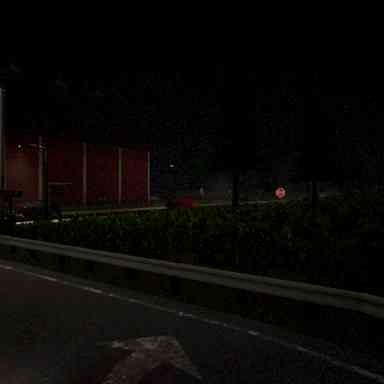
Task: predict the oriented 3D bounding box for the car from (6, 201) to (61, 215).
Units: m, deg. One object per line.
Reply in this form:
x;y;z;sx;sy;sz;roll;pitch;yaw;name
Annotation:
-13.400;1.518;27.707;2.128;1.511;4.902;0;0;36;car

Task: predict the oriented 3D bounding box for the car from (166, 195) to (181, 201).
-4.718;1.532;85.619;1.816;1.474;4.193;0;0;36;car

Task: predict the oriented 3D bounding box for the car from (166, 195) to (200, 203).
-1.498;1.504;43.857;1.882;1.535;5.008;0;0;36;car
